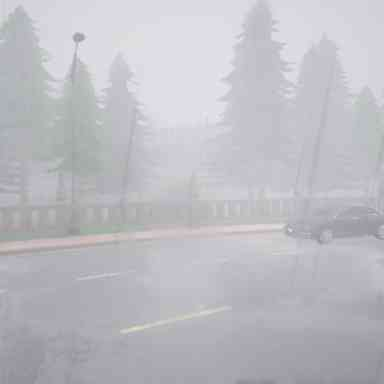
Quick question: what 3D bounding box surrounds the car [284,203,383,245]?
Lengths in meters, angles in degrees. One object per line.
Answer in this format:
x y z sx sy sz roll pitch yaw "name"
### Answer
6.199 1.237 13.928 4.892 1.490 1.837 -1 1 -18 "car"
